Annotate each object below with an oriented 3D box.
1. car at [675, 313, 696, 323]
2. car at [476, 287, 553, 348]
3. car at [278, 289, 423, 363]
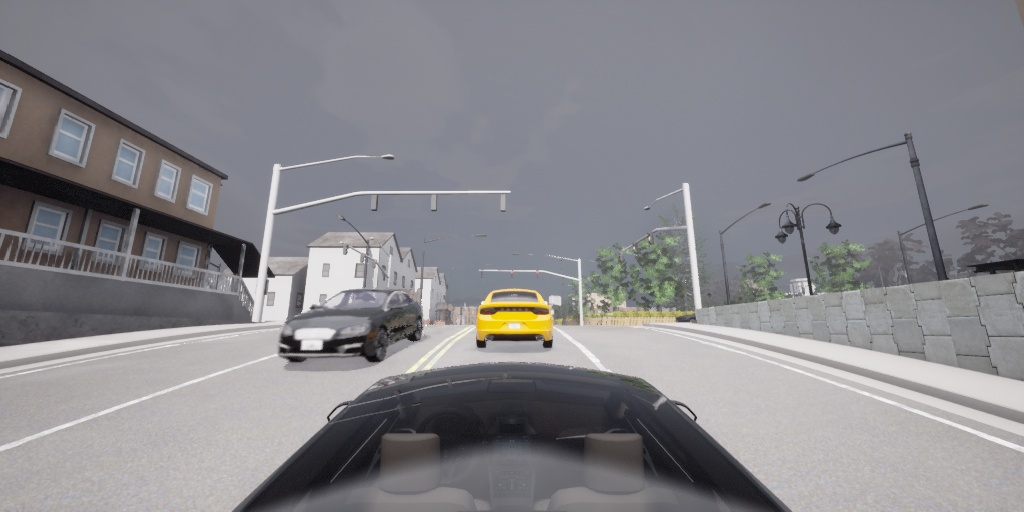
[{"bbox_3d":[16.488,5.261,30.394,5.008,1.535,1.882,0,-12,1],"label":"car"},{"bbox_3d":[0.070,1.723,10.548,1.882,1.535,5.008,0,-7,0],"label":"car"},{"bbox_3d":[-3.566,1.562,8.882,2.128,1.511,4.902,0,-5,0],"label":"car"}]
